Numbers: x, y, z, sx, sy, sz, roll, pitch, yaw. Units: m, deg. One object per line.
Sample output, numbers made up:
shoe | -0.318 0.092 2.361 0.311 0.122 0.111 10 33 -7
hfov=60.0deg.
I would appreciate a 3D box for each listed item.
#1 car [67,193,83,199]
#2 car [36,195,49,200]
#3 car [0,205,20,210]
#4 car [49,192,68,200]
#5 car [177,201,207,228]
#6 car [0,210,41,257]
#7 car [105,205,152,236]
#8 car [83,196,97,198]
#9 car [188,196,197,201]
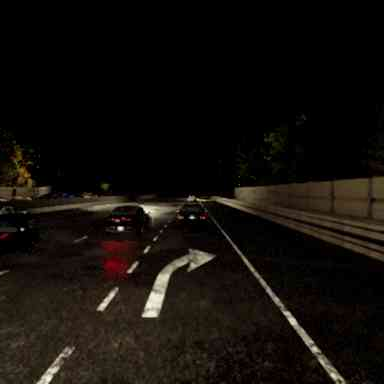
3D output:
car | -24.499 1.410 71.479 1.812 1.442 4.674 0 0 0
car | -31.499 1.445 71.064 1.812 1.442 4.674 0 0 0
car | -10.399 1.479 18.193 2.128 1.511 4.902 0 0 0
car | -27.999 1.111 71.450 2.150 2.045 5.566 0 0 0
car | 0.000 1.533 21.819 2.033 1.411 5.357 0 0 0
car | -6.899 1.539 10.693 2.033 1.411 5.357 0 0 0
car | -3.400 1.492 18.250 1.837 1.490 4.892 0 0 0
car | -20.999 1.573 70.684 1.895 1.301 4.718 0 0 0
car | 0.006 1.589 76.506 1.812 1.442 4.674 0 0 2
